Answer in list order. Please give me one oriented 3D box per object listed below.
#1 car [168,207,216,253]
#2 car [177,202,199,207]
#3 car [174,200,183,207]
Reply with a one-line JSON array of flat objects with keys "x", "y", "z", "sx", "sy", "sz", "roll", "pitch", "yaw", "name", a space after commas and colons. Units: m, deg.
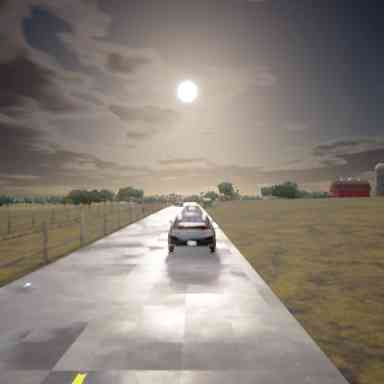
[{"x": 0.004, "y": 1.633, "z": 14.305, "sx": 2.128, "sy": 1.511, "sz": 4.902, "roll": 0, "pitch": 0, "yaw": 0, "name": "car"}, {"x": -0.001, "y": 1.837, "z": 28.997, "sx": 2.033, "sy": 1.411, "sz": 5.357, "roll": 0, "pitch": -1, "yaw": 0, "name": "car"}, {"x": -2.755, "y": 2.465, "z": 71.770, "sx": 2.033, "sy": 1.411, "sz": 5.357, "roll": 0, "pitch": -1, "yaw": 0, "name": "car"}]
